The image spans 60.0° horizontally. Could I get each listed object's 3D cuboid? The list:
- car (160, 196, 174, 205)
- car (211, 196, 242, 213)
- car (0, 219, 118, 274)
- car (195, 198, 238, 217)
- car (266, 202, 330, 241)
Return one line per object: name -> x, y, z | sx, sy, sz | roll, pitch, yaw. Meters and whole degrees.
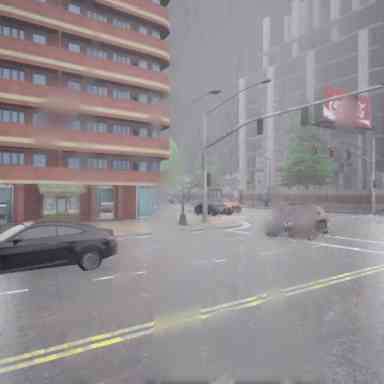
car -> -4.973, 1.526, 60.647 | 1.812, 1.442, 4.674 | 0, 0, -35
car -> 3.341, 1.353, 36.246 | 2.097, 1.767, 4.553 | 0, 0, -35
car -> -4.433, 1.526, 9.405 | 4.674, 1.442, 1.812 | 0, 0, -34
car -> 2.049, 1.564, 31.985 | 1.994, 1.385, 4.181 | 0, 0, -35
car -> 5.481, 1.355, 16.891 | 2.097, 1.767, 4.553 | 0, 0, 34
